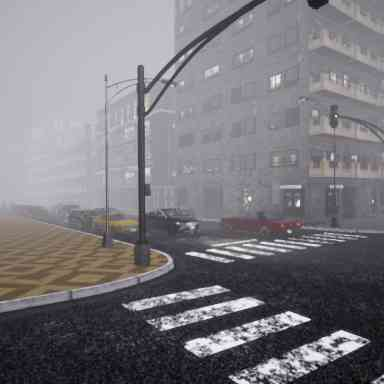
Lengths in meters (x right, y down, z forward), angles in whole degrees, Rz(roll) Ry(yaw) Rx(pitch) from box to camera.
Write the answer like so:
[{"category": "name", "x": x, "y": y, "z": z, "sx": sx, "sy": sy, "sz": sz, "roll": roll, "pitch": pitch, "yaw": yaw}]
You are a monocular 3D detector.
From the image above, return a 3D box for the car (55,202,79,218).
[{"category": "car", "x": -13.238, "y": 2.119, "z": 36.741, "sx": 1.837, "sy": 1.490, "sz": 4.892, "roll": -1, "pitch": -1, "yaw": -36}]

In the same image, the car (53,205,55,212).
[{"category": "car", "x": -20.507, "y": 2.427, "z": 52.029, "sx": 1.994, "sy": 1.385, "sz": 4.181, "roll": -1, "pitch": -1, "yaw": -36}]

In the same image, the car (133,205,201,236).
[{"category": "car", "x": -1.429, "y": 1.775, "z": 20.636, "sx": 2.128, "sy": 1.511, "sz": 4.902, "roll": -1, "pitch": -1, "yaw": -36}]

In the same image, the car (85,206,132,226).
[{"category": "car", "x": -7.284, "y": 1.995, "z": 28.610, "sx": 2.033, "sy": 1.411, "sz": 5.357, "roll": -1, "pitch": -1, "yaw": -37}]

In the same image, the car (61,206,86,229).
[{"category": "car", "x": -8.205, "y": 2.002, "z": 25.473, "sx": 1.947, "sy": 1.339, "sz": 4.313, "roll": -2, "pitch": 0, "yaw": -36}]

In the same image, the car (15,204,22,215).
[{"category": "car", "x": -21.590, "y": 2.393, "z": 43.702, "sx": 1.802, "sy": 1.307, "sz": 4.206, "roll": -2, "pitch": 0, "yaw": -36}]

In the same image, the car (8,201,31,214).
[{"category": "car", "x": -24.937, "y": 2.450, "z": 48.259, "sx": 1.887, "sy": 1.381, "sz": 4.507, "roll": -2, "pitch": 0, "yaw": -36}]

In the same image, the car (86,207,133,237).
[{"category": "car", "x": -4.760, "y": 1.866, "z": 20.780, "sx": 1.752, "sy": 1.417, "sz": 4.829, "roll": -2, "pitch": 0, "yaw": -36}]

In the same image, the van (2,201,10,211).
[{"category": "van", "x": -31.636, "y": 2.434, "z": 57.374, "sx": 1.690, "sy": 1.788, "sz": 3.998, "roll": -2, "pitch": 0, "yaw": -36}]

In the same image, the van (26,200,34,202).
[{"category": "van", "x": -41.615, "y": 2.833, "z": 85.121, "sx": 1.690, "sy": 1.788, "sz": 3.998, "roll": -2, "pitch": 0, "yaw": -36}]

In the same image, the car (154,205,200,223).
[{"category": "car", "x": -1.452, "y": 1.916, "z": 30.434, "sx": 2.008, "sy": 1.369, "sz": 4.403, "roll": -2, "pitch": 0, "yaw": -36}]

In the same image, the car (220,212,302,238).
[{"category": "car", "x": 3.737, "y": 1.785, "z": 19.014, "sx": 1.895, "sy": 1.301, "sz": 4.718, "roll": -1, "pitch": -1, "yaw": -36}]

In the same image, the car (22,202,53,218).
[{"category": "car", "x": -18.245, "y": 2.262, "z": 39.145, "sx": 1.887, "sy": 1.381, "sz": 4.507, "roll": -2, "pitch": 0, "yaw": -36}]

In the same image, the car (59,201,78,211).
[{"category": "car", "x": -21.534, "y": 2.367, "z": 57.778, "sx": 1.967, "sy": 1.590, "sz": 4.097, "roll": -2, "pitch": 0, "yaw": -36}]
